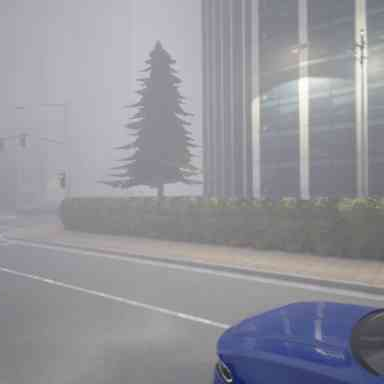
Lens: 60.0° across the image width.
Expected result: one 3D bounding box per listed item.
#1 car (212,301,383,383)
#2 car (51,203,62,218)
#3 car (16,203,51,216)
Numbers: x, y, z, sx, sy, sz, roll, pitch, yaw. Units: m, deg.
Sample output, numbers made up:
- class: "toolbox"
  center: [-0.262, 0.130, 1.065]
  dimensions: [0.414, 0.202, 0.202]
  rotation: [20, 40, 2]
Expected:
- class: "car"
  center: [2.469, 1.470, 2.234]
  dimensions: [5.008, 1.535, 1.882]
  rotation: [0, 0, 36]
- class: "car"
  center: [-10.738, 1.610, 32.353]
  dimensions: [2.097, 1.767, 4.553]
  rotation: [-1, 0, 36]
- class: "car"
  center: [-16.371, 1.873, 36.844]
  dimensions: [2.033, 1.411, 5.357]
  rotation: [-1, 0, 36]
